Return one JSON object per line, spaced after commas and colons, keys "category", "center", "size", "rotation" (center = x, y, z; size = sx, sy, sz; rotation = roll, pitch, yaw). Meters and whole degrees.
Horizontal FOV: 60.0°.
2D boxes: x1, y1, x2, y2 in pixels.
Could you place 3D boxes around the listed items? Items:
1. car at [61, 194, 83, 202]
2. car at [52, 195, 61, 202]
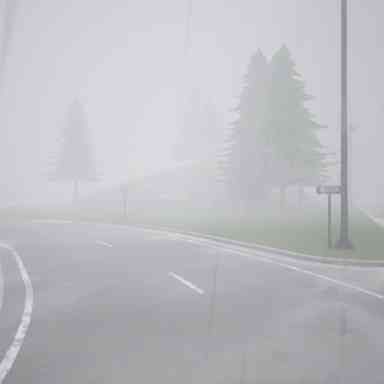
{"category": "car", "center": [-27.045, 1.516, 76.095], "size": [1.812, 1.442, 4.674], "rotation": [0, 0, 24]}
{"category": "car", "center": [-30.231, 1.347, 77.546], "size": [2.097, 1.767, 4.553], "rotation": [0, 0, 24]}
